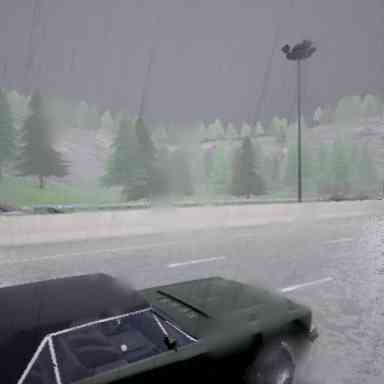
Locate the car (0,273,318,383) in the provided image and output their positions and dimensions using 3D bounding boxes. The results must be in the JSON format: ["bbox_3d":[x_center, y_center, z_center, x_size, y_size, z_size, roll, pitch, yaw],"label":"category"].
[{"bbox_3d":[-0.857,1.578,3.400,4.718,1.301,1.895,-1,1,-34],"label":"car"}]

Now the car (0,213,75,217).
[{"bbox_3d":[-8.976,1.512,18.946,4.718,1.301,1.895,-1,1,-34],"label":"car"}]

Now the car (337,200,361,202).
[{"bbox_3d":[21.552,0.943,43.618,5.357,1.411,2.033,-1,1,-23],"label":"car"}]
